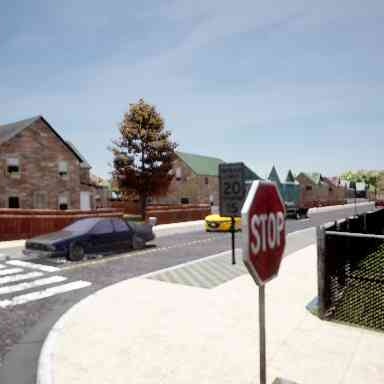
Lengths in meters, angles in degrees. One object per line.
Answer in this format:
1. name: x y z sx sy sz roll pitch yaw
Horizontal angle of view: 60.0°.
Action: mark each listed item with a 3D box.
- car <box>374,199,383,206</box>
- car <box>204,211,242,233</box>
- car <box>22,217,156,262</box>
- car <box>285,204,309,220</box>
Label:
1. car: 42.972 2.368 75.902 2.097 1.767 4.553 -2 -2 35
2. car: 2.706 1.799 22.540 1.882 1.535 5.008 -2 -2 34
3. car: -3.731 1.734 13.213 2.033 1.411 5.357 -2 -2 34
4. car: 10.299 1.956 33.529 1.882 1.535 5.008 -2 -2 35
